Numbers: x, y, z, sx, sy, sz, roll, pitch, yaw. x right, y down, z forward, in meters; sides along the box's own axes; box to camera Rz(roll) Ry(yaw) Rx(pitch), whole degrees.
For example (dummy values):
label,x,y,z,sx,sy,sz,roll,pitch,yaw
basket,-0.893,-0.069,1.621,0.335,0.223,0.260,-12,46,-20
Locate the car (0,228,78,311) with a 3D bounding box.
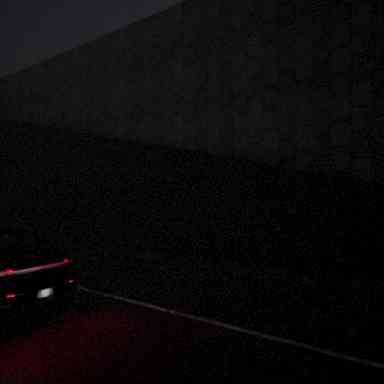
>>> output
label,x,y,z,sx,sy,sz,roll,pitch,yaw
car,-4.518,1.550,7.199,4.902,1.511,2.128,0,0,36
